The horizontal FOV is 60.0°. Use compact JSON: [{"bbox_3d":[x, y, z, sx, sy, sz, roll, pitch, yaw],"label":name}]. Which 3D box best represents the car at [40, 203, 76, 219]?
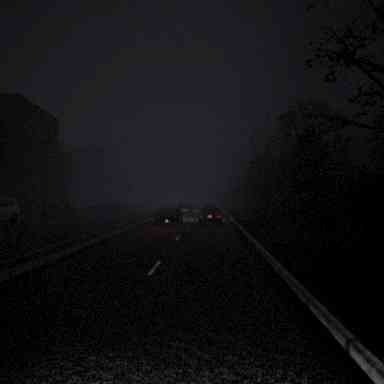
[{"bbox_3d":[-13.313,1.817,33.361,2.163,1.488,4.792,0,-1,3],"label":"car"}]

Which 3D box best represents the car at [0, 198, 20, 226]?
[{"bbox_3d":[-13.860,1.405,22.332,2.435,2.045,5.566,0,-1,3],"label":"car"}]

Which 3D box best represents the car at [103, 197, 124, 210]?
[{"bbox_3d":[-12.479,1.734,49.920,2.435,2.045,5.566,0,-1,3],"label":"car"}]

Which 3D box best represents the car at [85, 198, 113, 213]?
[{"bbox_3d":[-12.754,1.921,44.434,2.231,1.521,4.892,0,-1,3],"label":"car"}]

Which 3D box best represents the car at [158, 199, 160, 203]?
[{"bbox_3d":[-10.543,2.447,88.575,2.231,1.521,4.892,0,-1,3],"label":"car"}]

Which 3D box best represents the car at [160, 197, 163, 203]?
[{"bbox_3d":[-10.264,2.513,94.094,2.231,1.521,4.892,0,-1,3],"label":"car"}]

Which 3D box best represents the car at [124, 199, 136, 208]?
[{"bbox_3d":[-12.063,2.098,59.328,2.231,1.521,4.892,0,-1,4],"label":"car"}]

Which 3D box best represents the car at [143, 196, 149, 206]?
[{"bbox_3d":[-11.376,2.122,71.924,2.185,1.767,4.553,0,-1,3],"label":"car"}]

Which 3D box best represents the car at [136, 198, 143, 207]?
[{"bbox_3d":[-11.664,2.176,66.188,1.946,1.575,5.366,0,-1,3],"label":"car"}]

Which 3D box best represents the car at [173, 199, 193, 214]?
[{"bbox_3d":[-0.887,1.993,43.573,2.128,1.511,4.902,0,-1,3],"label":"car"}]

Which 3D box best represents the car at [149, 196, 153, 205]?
[{"bbox_3d":[-11.110,2.307,77.224,1.946,1.575,5.366,0,-1,3],"label":"car"}]

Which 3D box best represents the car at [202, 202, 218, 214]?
[{"bbox_3d":[2.322,2.061,42.667,1.994,1.385,4.181,0,-1,3],"label":"car"}]

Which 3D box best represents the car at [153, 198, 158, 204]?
[{"bbox_3d":[-10.826,2.127,82.902,2.435,2.045,5.566,0,-1,3],"label":"car"}]

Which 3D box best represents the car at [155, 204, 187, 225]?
[{"bbox_3d":[-1.773,1.913,27.254,1.895,1.301,4.718,0,-1,3],"label":"car"}]

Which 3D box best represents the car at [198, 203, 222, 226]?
[{"bbox_3d":[1.443,1.856,26.575,2.033,1.411,5.357,0,-1,3],"label":"car"}]
